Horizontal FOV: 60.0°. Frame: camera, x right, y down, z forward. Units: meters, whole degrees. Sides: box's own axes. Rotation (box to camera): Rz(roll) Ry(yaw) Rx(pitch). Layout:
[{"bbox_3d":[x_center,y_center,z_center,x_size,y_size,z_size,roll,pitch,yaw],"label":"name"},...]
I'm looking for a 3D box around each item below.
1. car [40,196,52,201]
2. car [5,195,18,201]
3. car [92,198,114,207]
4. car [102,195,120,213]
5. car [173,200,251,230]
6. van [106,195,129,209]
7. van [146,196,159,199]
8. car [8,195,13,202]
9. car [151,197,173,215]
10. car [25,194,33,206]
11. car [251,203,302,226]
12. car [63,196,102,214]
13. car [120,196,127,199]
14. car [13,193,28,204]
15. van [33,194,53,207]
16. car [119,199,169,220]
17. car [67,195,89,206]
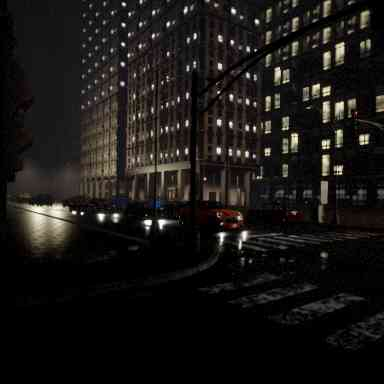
[{"bbox_3d":[-36.780,1.570,83.802,1.802,1.307,4.206,1,-1,-35],"label":"car"},{"bbox_3d":[-40.336,1.378,74.345,2.008,1.369,4.403,1,-1,-35],"label":"car"},{"bbox_3d":[-13.873,1.586,51.574,1.947,1.339,4.313,1,-1,-35],"label":"car"},{"bbox_3d":[-9.960,1.402,36.090,1.882,1.535,5.008,1,-1,-36],"label":"car"},{"bbox_3d":[1.111,1.303,20.509,2.097,1.767,4.553,1,-1,-35],"label":"car"},{"bbox_3d":[-10.596,1.368,46.973,1.690,1.788,3.998,1,-1,-35],"label":"van"},{"bbox_3d":[-4.051,1.381,37.764,1.690,1.788,3.998,1,-1,-35],"label":"van"},{"bbox_3d":[-37.064,1.396,69.741,1.947,1.339,4.313,1,-1,-35],"label":"car"},{"bbox_3d":[-1.392,1.492,29.536,2.128,1.511,4.902,1,-1,-35],"label":"car"},{"bbox_3d":[-23.974,1.432,51.324,1.802,1.307,4.206,1,-1,-35],"label":"car"},{"bbox_3d":[5.765,1.504,23.951,1.967,1.590,4.097,1,-1,-35],"label":"car"},{"bbox_3d":[-10.884,1.427,32.908,2.008,1.369,4.403,1,-1,-35],"label":"car"},{"bbox_3d":[-7.327,1.584,42.366,2.008,1.369,4.403,1,-1,-35],"label":"car"},{"bbox_3d":[-30.515,1.155,60.535,2.192,1.841,5.009,1,-1,-35],"label":"car"},{"bbox_3d":[-20.698,1.197,46.722,1.690,1.788,3.998,1,-1,-35],"label":"van"},{"bbox_3d":[-4.093,1.502,27.823,1.994,1.385,4.181,1,-1,-35],"label":"car"},{"bbox_3d":[-18.462,1.316,53.568,2.097,1.767,4.553,1,-1,-35],"label":"car"}]
